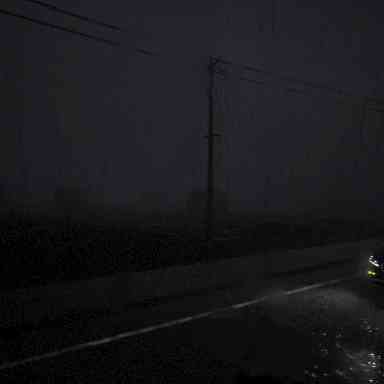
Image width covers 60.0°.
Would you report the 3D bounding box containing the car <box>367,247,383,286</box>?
[{"bbox_3d":[6.376,1.600,8.467,4.892,1.490,1.837,1,-1,-35],"label":"car"}]
